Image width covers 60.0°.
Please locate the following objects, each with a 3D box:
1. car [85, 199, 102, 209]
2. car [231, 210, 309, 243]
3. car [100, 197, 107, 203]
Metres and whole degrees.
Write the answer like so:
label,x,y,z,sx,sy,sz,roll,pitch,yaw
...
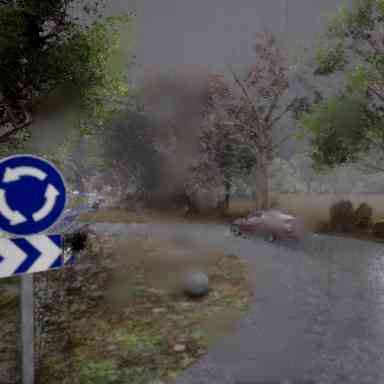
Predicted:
label,x,y,z,sx,sy,sz,roll,pitch,yaw
car,-19.028,2.467,63.339,1.994,1.385,4.181,-2,0,-8
car,3.774,1.628,16.709,1.812,1.442,4.674,0,-1,-25
car,-23.850,2.147,88.713,1.882,1.535,5.008,-1,2,-14
